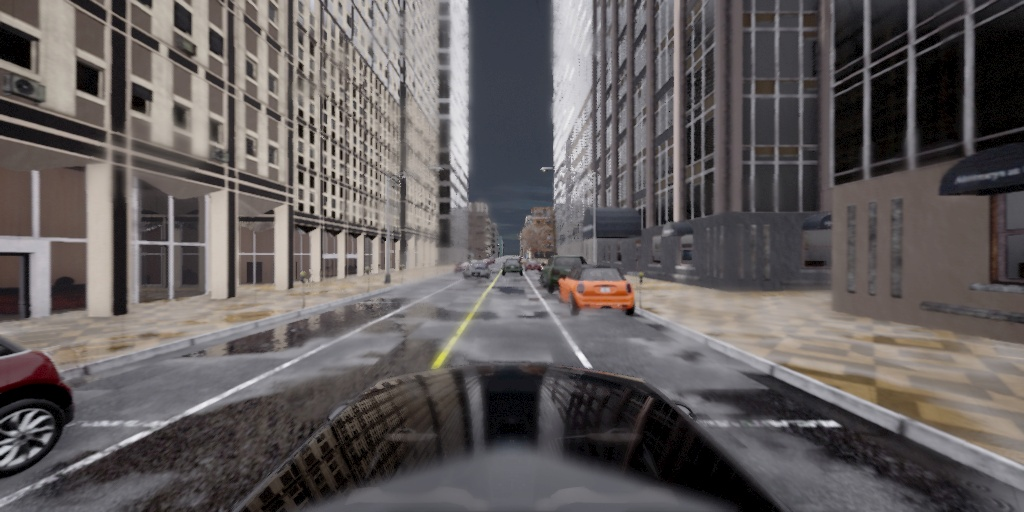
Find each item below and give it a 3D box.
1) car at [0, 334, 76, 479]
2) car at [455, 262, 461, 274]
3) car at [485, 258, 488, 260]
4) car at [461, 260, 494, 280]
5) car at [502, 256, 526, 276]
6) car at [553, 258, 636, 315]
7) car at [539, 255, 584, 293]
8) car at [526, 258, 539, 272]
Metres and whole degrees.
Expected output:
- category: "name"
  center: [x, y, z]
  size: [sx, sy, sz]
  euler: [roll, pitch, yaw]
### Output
- category: "car"
  center: [-5.381, 1.190, 1.787]
  size: [1.967, 1.591, 4.097]
  euler: [0, 0, 0]
- category: "car"
  center: [-5.319, 1.299, 40.109]
  size: [1.802, 1.307, 4.207]
  euler: [0, 0, 0]
- category: "car"
  center: [-5.320, 1.265, 56.751]
  size: [1.948, 1.339, 4.313]
  euler: [0, 0, 0]
- category: "car"
  center: [-2.847, 1.290, 30.359]
  size: [1.994, 1.385, 4.181]
  euler: [0, 0, 0]
- category: "car"
  center: [0.059, 1.072, 37.057]
  size: [2.097, 1.767, 4.553]
  euler: [0, 0, 0]
- category: "car"
  center: [2.986, 1.093, 13.608]
  size: [2.097, 1.767, 4.553]
  euler: [0, 0, 0]
- category: "car"
  center: [2.979, 0.956, 20.668]
  size: [2.150, 2.045, 5.566]
  euler: [0, 0, 0]
- category: "car"
  center: [2.561, 1.150, 45.657]
  size: [1.967, 1.591, 4.097]
  euler: [0, 0, 0]
